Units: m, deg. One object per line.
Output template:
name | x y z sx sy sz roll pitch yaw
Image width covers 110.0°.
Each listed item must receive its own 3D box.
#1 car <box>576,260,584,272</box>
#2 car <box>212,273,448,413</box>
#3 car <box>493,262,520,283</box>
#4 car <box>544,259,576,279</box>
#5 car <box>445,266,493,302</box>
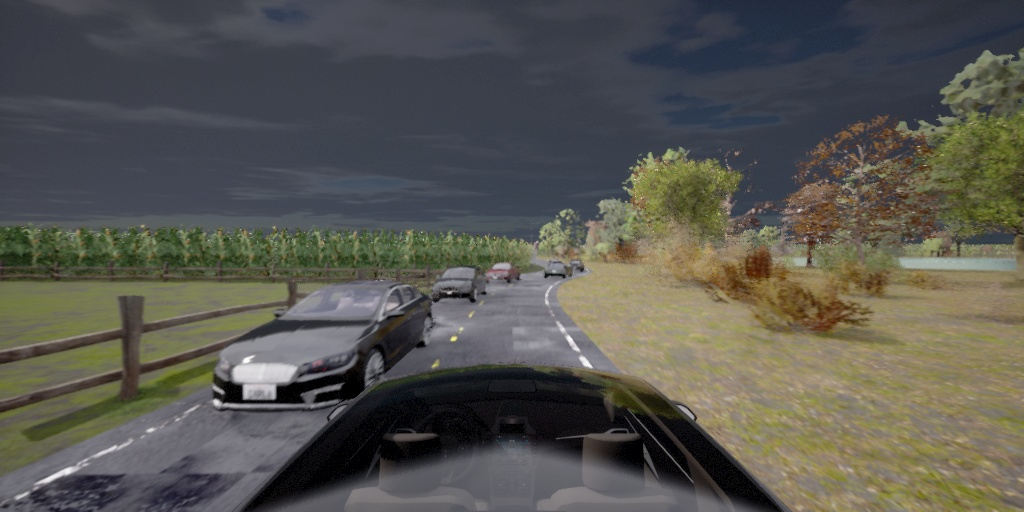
car | 7.877 1.179 44.280 1.812 1.442 4.674 0 0 14
car | -2.749 1.236 6.419 2.128 1.511 4.902 0 0 1
car | -0.614 1.215 26.982 1.812 1.442 4.674 0 0 14
car | 4.244 1.248 32.390 1.994 1.385 4.181 0 0 19
car | -2.301 1.222 16.816 1.837 1.490 4.892 0 0 5
